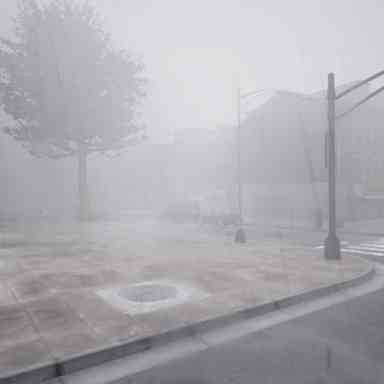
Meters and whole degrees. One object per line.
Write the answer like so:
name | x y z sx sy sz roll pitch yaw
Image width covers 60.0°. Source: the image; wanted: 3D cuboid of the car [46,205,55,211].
car | -29.925 3.414 71.148 1.802 1.307 4.206 -3 0 -35

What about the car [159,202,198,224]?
car | -1.163 1.895 30.501 2.192 1.841 5.009 -3 0 -35

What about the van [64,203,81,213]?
van | -20.346 2.749 57.598 1.690 1.788 3.998 -3 0 -35

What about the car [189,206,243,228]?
car | 2.045 1.995 25.986 2.008 1.369 4.403 -3 0 -35

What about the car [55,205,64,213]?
car | -23.632 3.077 62.254 1.752 1.417 4.829 -3 0 -35
